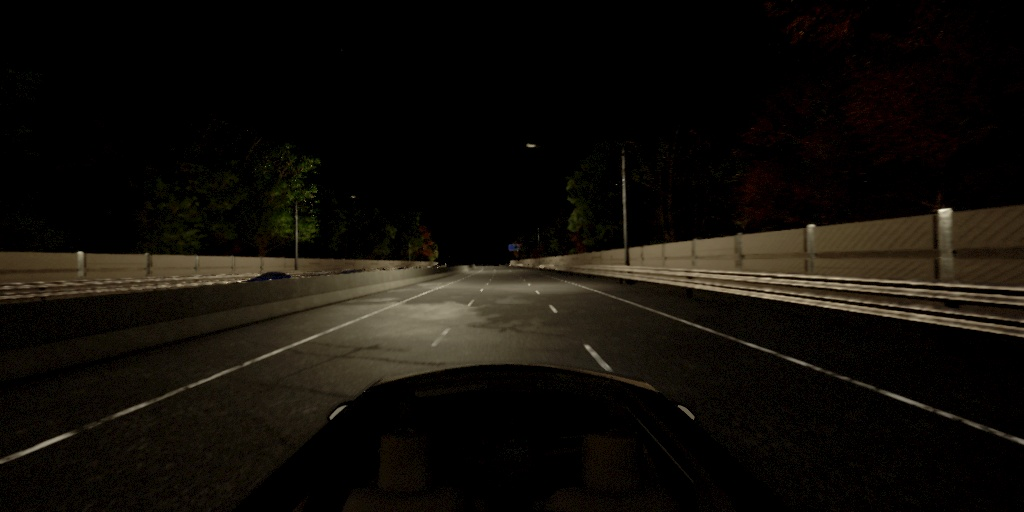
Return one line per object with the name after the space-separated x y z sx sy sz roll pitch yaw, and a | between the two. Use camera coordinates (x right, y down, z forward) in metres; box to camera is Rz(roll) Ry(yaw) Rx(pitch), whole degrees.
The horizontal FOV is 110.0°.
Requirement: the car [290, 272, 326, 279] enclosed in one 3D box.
-18.038 2.178 33.266 1.895 1.301 4.718 -1 -1 -1 | car

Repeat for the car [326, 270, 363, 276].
-14.512 2.005 32.358 1.812 1.442 4.674 -1 -1 -1 | car

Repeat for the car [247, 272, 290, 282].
-21.516 2.159 32.109 1.812 1.442 4.674 -1 -1 -1 | car
